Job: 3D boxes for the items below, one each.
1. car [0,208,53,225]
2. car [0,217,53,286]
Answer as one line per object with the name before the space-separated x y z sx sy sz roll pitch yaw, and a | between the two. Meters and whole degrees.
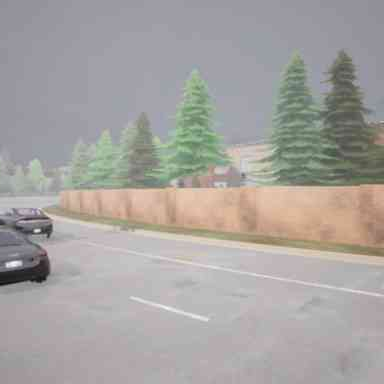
car | -8.676 1.543 16.803 2.128 1.511 4.902 0 0 -44
car | -5.498 1.590 8.797 4.181 1.385 1.994 0 0 41
